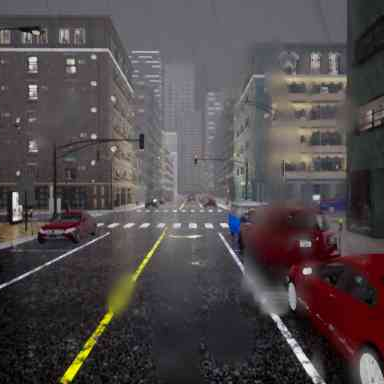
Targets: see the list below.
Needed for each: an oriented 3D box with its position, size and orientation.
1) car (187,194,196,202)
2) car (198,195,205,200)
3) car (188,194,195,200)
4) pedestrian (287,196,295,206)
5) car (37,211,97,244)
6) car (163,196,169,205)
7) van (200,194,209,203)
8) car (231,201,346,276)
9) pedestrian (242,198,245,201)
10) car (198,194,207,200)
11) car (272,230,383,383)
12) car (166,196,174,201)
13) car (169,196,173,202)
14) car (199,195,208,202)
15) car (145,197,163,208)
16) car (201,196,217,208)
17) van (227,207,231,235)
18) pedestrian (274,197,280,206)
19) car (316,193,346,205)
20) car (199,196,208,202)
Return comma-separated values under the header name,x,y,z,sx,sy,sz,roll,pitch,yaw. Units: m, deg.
name,x,y,z,sx,sy,sz,roll,pitch,yaw
car,-0.058,1.360,77.573,2.097,1.767,4.553,0,0,0
car,2.615,1.548,92.507,1.752,1.417,4.829,-1,0,0
car,-0.064,1.329,87.609,1.882,1.535,5.008,0,0,0
pedestrian,6.028,1.137,20.304,0.375,1.860,0.375,0,0,0
car,-5.708,1.579,15.750,1.802,1.307,4.206,0,0,0
car,-5.740,1.568,59.203,1.947,1.339,4.313,0,0,0
van,2.631,1.349,70.243,1.690,1.788,3.998,0,0,0
car,2.675,1.313,10.227,2.192,1.841,5.009,0,0,0
pedestrian,3.433,1.290,21.515,0.375,1.860,0.375,0,0,0
car,2.636,1.550,64.720,1.887,1.381,4.507,0,0,0
car,2.681,1.543,4.699,1.887,1.381,4.507,0,0,0
car,-5.761,1.601,86.820,1.802,1.307,4.206,0,0,0
car,-5.753,1.556,75.773,1.887,1.381,4.507,0,0,0
car,2.645,1.566,53.673,1.947,1.339,4.313,0,0,0
car,-5.732,1.564,48.155,1.947,1.339,4.313,0,0,0
car,2.649,1.580,48.150,1.802,1.307,4.206,0,0,0
van,2.671,1.338,15.755,1.690,1.788,3.998,0,0,0
pedestrian,5.355,1.138,20.944,0.375,1.860,0.375,0,0,0
car,14.915,1.222,32.718,5.008,1.535,1.882,-1,0,0
car,2.628,1.577,75.767,1.947,1.339,4.313,0,0,0
